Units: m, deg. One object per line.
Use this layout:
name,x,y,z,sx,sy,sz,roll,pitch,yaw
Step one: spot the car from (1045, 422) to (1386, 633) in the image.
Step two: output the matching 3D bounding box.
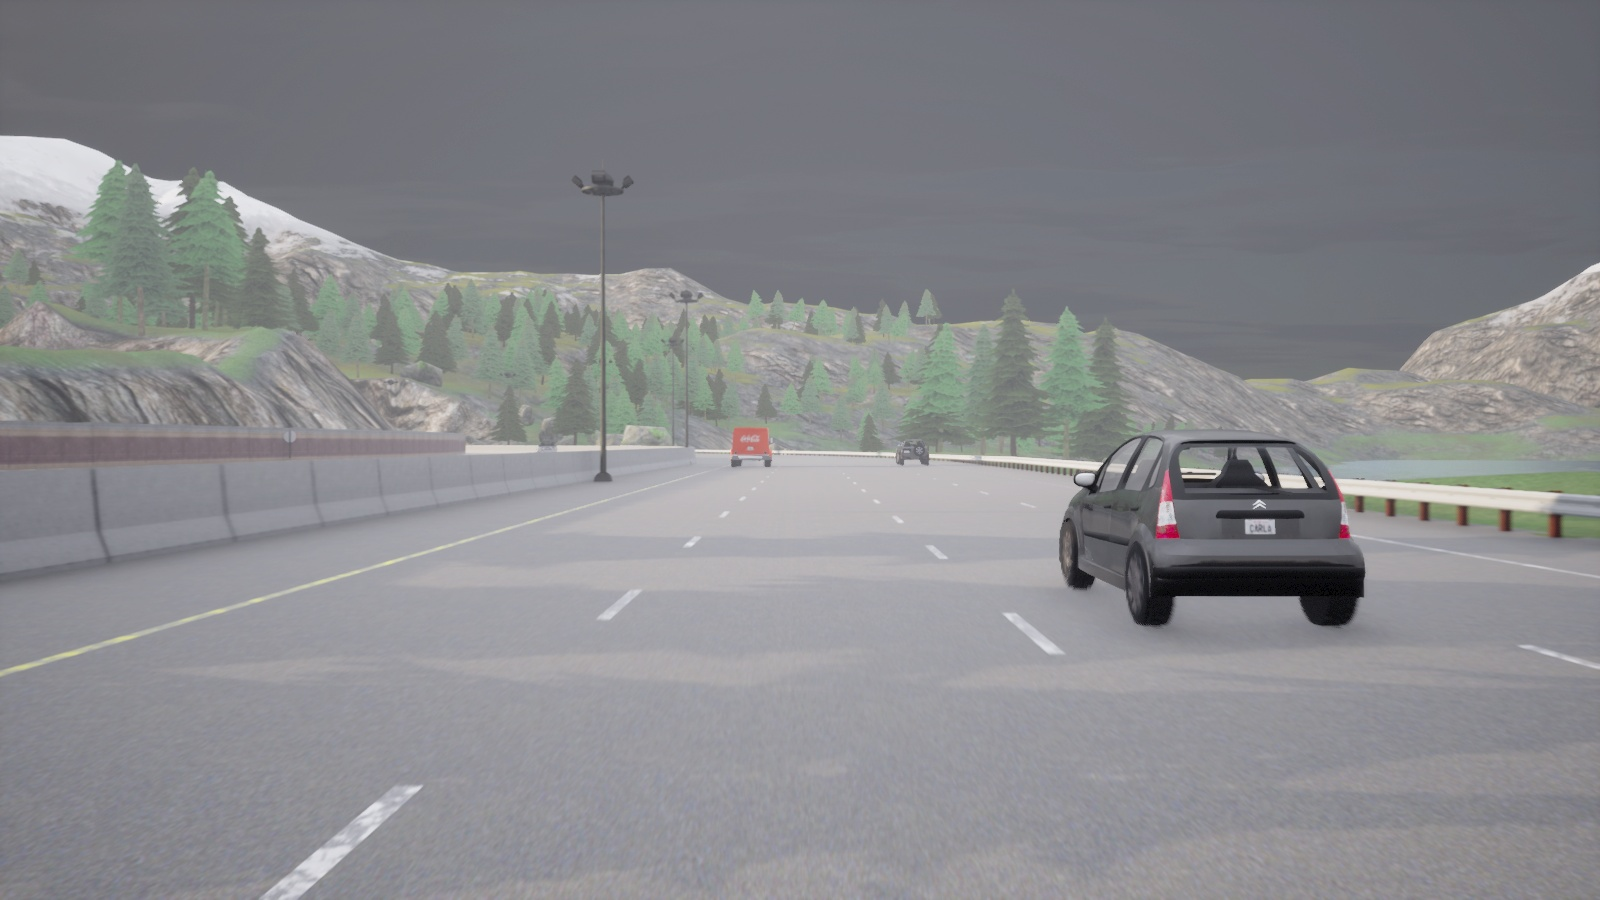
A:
car,3.583,0.583,11.646,1.851,1.617,3.988,0,0,0

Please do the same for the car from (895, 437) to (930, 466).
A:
car,7.497,0.101,84.024,1.932,1.855,4.605,0,0,0

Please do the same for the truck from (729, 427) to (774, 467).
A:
truck,-3.028,-0.193,79.514,2.627,2.467,5.204,0,0,0
